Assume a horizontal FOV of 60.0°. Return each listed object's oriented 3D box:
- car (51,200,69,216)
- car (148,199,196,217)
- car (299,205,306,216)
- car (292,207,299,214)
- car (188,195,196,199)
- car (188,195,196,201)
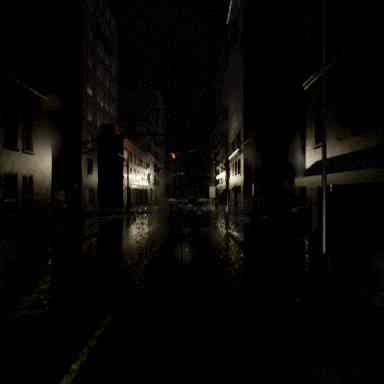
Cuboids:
[{"bbox_3d":[-14.597,1.507,33.206,4.097,1.590,1.967,0,0,1],"label":"car"},{"bbox_3d":[-1.844,1.679,32.405,4.718,1.301,1.895,0,0,-43],"label":"car"},{"bbox_3d":[13.128,1.293,30.346,5.566,2.045,2.150,0,0,1],"label":"car"},{"bbox_3d":[12.426,1.597,32.921,4.829,1.417,1.752,0,0,1],"label":"car"},{"bbox_3d":[0.010,1.672,75.512,1.812,1.442,4.674,0,0,0],"label":"car"},{"bbox_3d":[0.011,1.548,85.515,1.837,1.490,4.892,0,0,0],"label":"car"}]
